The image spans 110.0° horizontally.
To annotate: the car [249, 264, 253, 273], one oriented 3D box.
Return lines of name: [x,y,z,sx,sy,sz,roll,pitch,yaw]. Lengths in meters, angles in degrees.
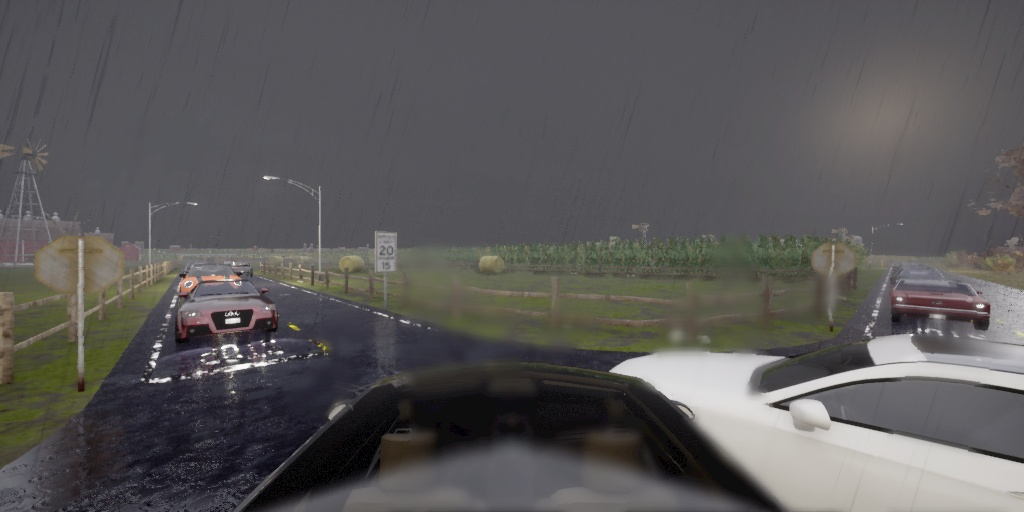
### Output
car: [-27.070,1.284,35.631,2.128,1.511,4.902,0,0,-42]

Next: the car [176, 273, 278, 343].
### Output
car: [-7.965,1.355,9.966,1.994,1.385,4.181,0,0,-43]

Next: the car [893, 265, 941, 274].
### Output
car: [20.551,1.365,18.075,5.357,1.411,2.033,0,1,-43]

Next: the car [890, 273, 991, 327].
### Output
car: [13.490,1.399,11.494,4.718,1.301,1.895,0,1,-43]

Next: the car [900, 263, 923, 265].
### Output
car: [27.290,1.403,24.346,4.181,1.385,1.994,0,1,-43]

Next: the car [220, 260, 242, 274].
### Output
car: [-33.809,1.306,43.072,1.837,1.490,4.892,0,0,-42]

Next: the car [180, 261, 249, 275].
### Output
car: [-13.757,1.141,16.435,2.097,1.767,4.553,0,0,-42]

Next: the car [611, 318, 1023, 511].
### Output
car: [2.833,1.294,2.405,1.812,1.442,4.674,0,1,-44]
